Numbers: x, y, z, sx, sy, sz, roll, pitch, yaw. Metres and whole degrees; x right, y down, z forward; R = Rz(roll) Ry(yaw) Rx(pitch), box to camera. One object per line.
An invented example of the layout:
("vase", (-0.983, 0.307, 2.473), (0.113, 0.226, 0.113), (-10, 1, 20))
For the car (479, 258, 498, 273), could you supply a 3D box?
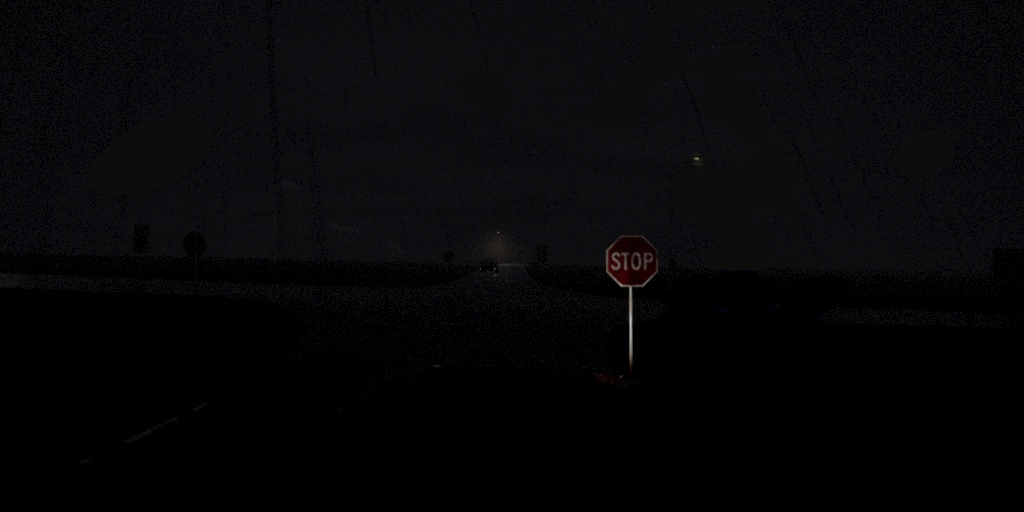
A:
("car", (-2.720, 1.029, 42.121), (2.097, 1.767, 4.553), (0, 0, 0))
